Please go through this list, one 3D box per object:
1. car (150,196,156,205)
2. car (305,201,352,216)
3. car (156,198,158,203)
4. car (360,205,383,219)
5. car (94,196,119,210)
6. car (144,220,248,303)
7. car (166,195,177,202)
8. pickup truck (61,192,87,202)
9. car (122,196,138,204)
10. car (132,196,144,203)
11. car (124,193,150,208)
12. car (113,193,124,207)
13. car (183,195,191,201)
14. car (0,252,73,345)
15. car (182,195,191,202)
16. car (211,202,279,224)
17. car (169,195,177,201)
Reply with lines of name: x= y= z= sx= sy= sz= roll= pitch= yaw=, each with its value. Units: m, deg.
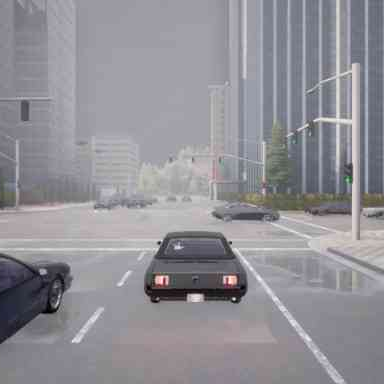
car: x=-8.039 y=1.352 z=57.918 sx=2.097 sy=1.767 sz=4.553 roll=0 pitch=0 yaw=-1
car: x=13.590 y=1.547 z=31.559 sx=5.357 sy=1.411 sz=2.033 roll=0 pitch=0 yaw=-3
car: x=-8.113 y=1.564 z=67.965 sx=1.994 sy=1.385 sz=4.181 roll=0 pitch=0 yaw=0
car: x=16.945 y=1.601 z=28.051 sx=4.718 sy=1.301 sz=1.895 roll=0 pitch=0 yaw=0
car: x=-11.332 y=1.564 z=43.322 sx=1.994 sy=1.385 sz=4.181 roll=0 pitch=0 yaw=-1
car: x=0.069 y=1.601 z=8.153 sx=1.895 sy=1.301 sz=4.718 roll=0 pitch=0 yaw=0
car: x=-4.702 y=1.500 z=74.538 sx=1.837 sy=1.490 sz=4.892 roll=0 pitch=0 yaw=-1
pickup truck: x=-24.753 y=1.059 z=69.215 sx=2.390 sy=2.098 sz=6.274 roll=0 pitch=0 yaw=30
car: x=-11.585 y=1.491 z=62.603 sx=2.128 sy=1.511 sz=4.902 roll=0 pitch=0 yaw=-1
car: x=-11.682 y=1.546 z=72.583 sx=1.994 sy=1.385 sz=4.181 roll=0 pitch=0 yaw=-1
car: x=-7.911 y=1.221 z=48.169 sx=2.150 sy=2.045 sz=5.566 roll=0 pitch=0 yaw=-1
car: x=-11.467 y=1.221 z=52.655 sx=2.150 sy=2.045 sz=5.566 roll=0 pitch=0 yaw=-1
car: x=-1.367 y=1.540 z=84.774 sx=2.033 sy=1.411 sz=5.357 roll=0 pitch=0 yaw=-1
car: x=-3.435 y=1.547 z=4.558 sx=2.033 sy=1.411 sz=5.357 roll=0 pitch=0 yaw=0
car: x=-1.212 y=1.553 z=74.999 sx=1.994 sy=1.385 sz=4.181 roll=0 pitch=0 yaw=-1
car: x=3.850 y=1.491 z=24.236 sx=4.902 sy=1.511 sz=2.128 roll=0 pitch=0 yaw=-1
car: x=-4.867 y=1.524 z=84.706 sx=1.812 sy=1.442 sz=4.674 roll=0 pitch=0 yaw=-1
